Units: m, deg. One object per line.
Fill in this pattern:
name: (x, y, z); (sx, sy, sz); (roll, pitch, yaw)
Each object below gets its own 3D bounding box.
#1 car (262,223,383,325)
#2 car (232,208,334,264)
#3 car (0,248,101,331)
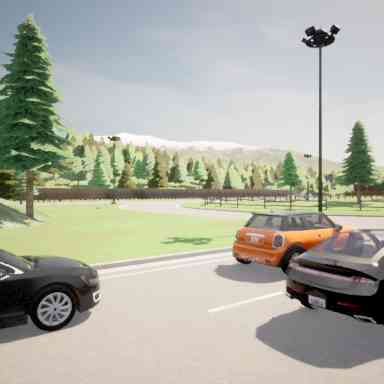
car: (3.930, 1.491, 6.578); (4.902, 1.511, 2.128); (0, 0, -35)
car: (3.495, 1.352, 10.554); (4.553, 1.767, 2.097); (0, 0, -35)
car: (-3.929, 1.505, 5.243); (4.892, 1.490, 1.837); (0, 0, -35)
